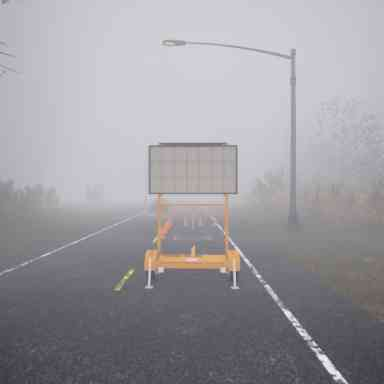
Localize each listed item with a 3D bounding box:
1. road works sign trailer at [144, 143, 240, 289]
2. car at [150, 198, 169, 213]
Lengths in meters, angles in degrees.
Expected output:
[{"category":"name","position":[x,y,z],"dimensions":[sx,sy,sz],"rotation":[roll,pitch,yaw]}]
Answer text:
[{"category":"road works sign trailer","position":[0.031,0.460,9.138],"dimensions":[2.380,3.560,2.880],"rotation":[0,0,1]},{"category":"car","position":[-3.597,1.461,37.615],"dimensions":[1.882,1.535,5.008],"rotation":[0,0,0]}]
